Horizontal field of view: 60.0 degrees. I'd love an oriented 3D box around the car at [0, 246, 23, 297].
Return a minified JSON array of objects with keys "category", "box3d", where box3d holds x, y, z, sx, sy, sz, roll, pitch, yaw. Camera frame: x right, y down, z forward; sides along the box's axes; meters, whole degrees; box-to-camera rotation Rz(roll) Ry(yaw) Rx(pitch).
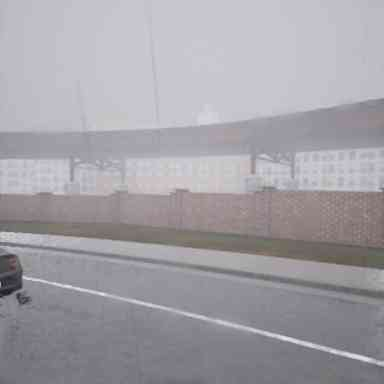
[{"category":"car","box3d":[-5.539,1.489,7.004,4.674,1.442,1.812,0,0,29]}]
